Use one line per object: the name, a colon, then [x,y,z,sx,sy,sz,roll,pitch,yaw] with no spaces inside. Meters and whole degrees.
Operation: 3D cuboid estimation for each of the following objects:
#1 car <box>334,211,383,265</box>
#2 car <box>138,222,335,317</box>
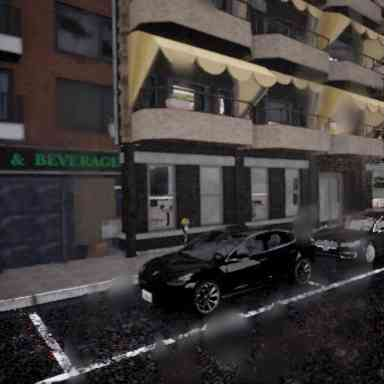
car: [5.513,1.310,10.600,4.403,1.369,2.008,-2,1,-36]
car: [0.945,1.454,7.281,4.313,1.339,1.947,-2,1,-36]
